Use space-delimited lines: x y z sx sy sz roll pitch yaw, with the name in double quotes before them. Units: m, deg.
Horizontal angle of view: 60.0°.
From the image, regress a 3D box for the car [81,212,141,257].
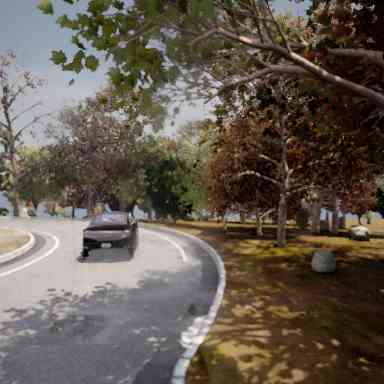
"car" -3.158 1.547 13.347 2.128 1.511 4.902 0 0 -8
